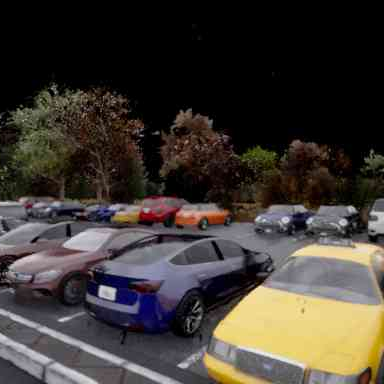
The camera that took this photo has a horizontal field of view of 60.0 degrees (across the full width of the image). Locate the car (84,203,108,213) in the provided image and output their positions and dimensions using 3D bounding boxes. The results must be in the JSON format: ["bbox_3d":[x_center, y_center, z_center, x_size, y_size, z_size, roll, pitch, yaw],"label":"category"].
[{"bbox_3d":[-5.883,1.683,27.362,2.097,1.535,5.008,0,0,36],"label":"car"}]

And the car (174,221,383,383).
[{"bbox_3d":[2.194,1.542,5.209,1.946,1.575,5.366,0,0,36],"label":"car"}]

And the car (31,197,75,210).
[{"bbox_3d":[-12.652,1.614,32.261,2.185,1.767,4.553,0,0,36],"label":"car"}]

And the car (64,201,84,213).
[{"bbox_3d":[-8.166,1.732,28.960,2.163,1.488,4.792,0,0,36],"label":"car"}]

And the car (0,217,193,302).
[{"bbox_3d":[-2.215,1.625,8.611,2.002,1.452,4.674,-1,0,36],"label":"car"}]

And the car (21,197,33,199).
[{"bbox_3d":[-17.209,1.524,35.464,2.435,2.045,5.566,0,0,36],"label":"car"}]

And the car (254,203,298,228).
[{"bbox_3d":[5.334,1.460,19.328,2.185,1.767,4.553,0,0,36],"label":"car"}]

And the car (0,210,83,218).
[{"bbox_3d":[-6.740,1.625,11.853,2.231,1.521,4.892,0,0,36],"label":"car"}]

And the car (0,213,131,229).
[{"bbox_3d":[-4.493,1.634,10.210,2.163,1.488,4.792,0,0,36],"label":"car"}]

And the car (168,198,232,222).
[{"bbox_3d":[0.877,1.498,22.456,2.185,1.767,4.553,-1,0,36],"label":"car"}]

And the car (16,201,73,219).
[{"bbox_3d":[-14.928,1.759,33.866,2.231,1.521,4.892,0,0,36],"label":"car"}]

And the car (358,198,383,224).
[{"bbox_3d":[9.956,1.294,16.002,2.435,2.045,5.566,0,0,36],"label":"car"}]

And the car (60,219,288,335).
[{"bbox_3d":[0.060,1.595,7.008,2.163,1.488,4.792,0,0,36],"label":"car"}]

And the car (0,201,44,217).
[{"bbox_3d":[-19.452,1.792,37.117,2.097,1.535,5.008,0,0,36],"label":"car"}]

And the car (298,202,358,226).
[{"bbox_3d":[7.595,1.441,17.702,2.185,1.767,4.553,0,0,36],"label":"car"}]

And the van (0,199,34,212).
[{"bbox_3d":[-9.166,1.418,13.462,1.878,1.987,4.442,-1,0,36],"label":"van"}]

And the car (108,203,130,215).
[{"bbox_3d":[-3.619,1.661,25.955,1.946,1.575,5.366,0,0,36],"label":"car"}]

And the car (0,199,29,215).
[{"bbox_3d":[-21.735,1.684,38.713,2.185,1.767,4.553,0,0,36],"label":"car"}]

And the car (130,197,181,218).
[{"bbox_3d":[-1.451,1.393,24.203,2.435,2.045,5.566,0,0,36],"label":"car"}]
